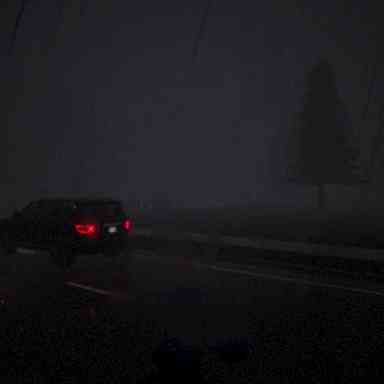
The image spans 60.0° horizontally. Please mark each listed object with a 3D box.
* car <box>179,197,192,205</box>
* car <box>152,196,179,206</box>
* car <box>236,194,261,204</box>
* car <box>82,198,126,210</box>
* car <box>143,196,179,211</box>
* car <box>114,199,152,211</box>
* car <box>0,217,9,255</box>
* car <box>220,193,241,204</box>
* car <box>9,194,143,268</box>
[{"bbox_3d":[-2.160,1.562,55.284,1.895,1.301,4.718,0,0,36],"label":"car"},{"bbox_3d":[-4.598,1.459,57.868,1.837,1.490,4.892,0,1,37],"label":"car"},{"bbox_3d":[10.825,1.517,61.073,2.033,1.411,5.357,0,0,37],"label":"car"},{"bbox_3d":[-11.246,1.509,42.889,2.033,1.411,5.357,0,0,36],"label":"car"},{"bbox_3d":[-4.201,1.322,40.662,2.097,1.767,4.553,0,0,36],"label":"car"},{"bbox_3d":[-7.443,1.566,42.158,1.895,1.301,4.718,0,0,36],"label":"car"},{"bbox_3d":[-7.295,1.339,9.165,4.553,1.767,2.097,0,0,36],"label":"car"},{"bbox_3d":[7.510,1.190,62.483,2.150,2.045,5.566,0,0,37],"label":"car"},{"bbox_3d":[-4.549,1.211,11.504,5.566,2.045,2.150,0,0,36],"label":"car"}]
